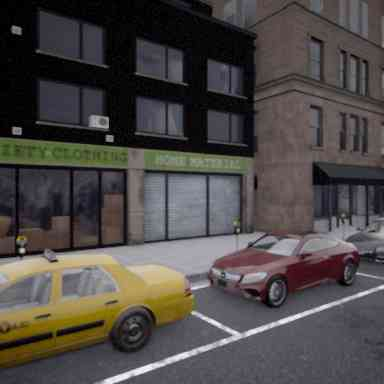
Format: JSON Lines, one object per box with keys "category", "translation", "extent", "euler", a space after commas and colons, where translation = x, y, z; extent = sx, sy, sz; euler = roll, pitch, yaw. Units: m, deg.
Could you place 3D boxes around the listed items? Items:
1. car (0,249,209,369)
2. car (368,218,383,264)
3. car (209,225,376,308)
{"category": "car", "translation": [-2.240, 1.525, 4.591], "extent": [4.829, 1.417, 1.752], "euler": [0, 0, -35]}
{"category": "car", "translation": [6.716, 1.538, 10.972], "extent": [4.403, 1.369, 2.008], "euler": [0, 0, -35]}
{"category": "car", "translation": [2.307, 1.576, 7.831], "extent": [4.206, 1.307, 1.802], "euler": [0, 0, -35]}
